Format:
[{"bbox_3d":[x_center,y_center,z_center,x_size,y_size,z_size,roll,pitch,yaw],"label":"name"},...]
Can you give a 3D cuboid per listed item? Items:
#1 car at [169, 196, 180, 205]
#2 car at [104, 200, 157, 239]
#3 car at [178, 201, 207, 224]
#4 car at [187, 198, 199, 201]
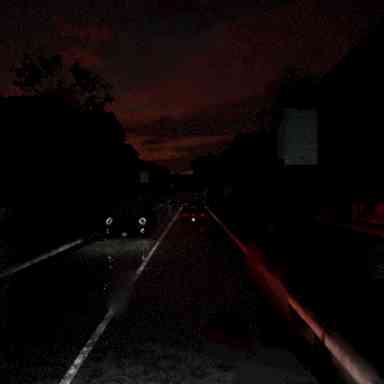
[{"bbox_3d":[-3.103,1.543,59.289,1.837,1.490,4.892,0,0,0],"label":"car"},{"bbox_3d":[-3.101,1.365,17.491,2.097,1.767,4.553,0,0,0],"label":"car"},{"bbox_3d":[0.098,1.620,25.034,1.895,1.301,4.718,0,0,0],"label":"car"},{"bbox_3d":[0.101,1.538,42.813,1.837,1.490,4.892,0,0,0],"label":"car"}]
